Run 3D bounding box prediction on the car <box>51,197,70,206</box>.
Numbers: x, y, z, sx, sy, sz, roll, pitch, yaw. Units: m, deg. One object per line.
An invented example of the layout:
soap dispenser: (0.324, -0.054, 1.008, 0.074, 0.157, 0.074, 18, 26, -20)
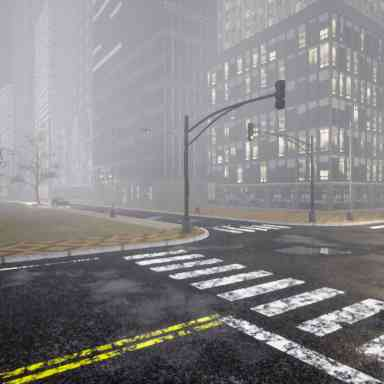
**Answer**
car: (-21.594, 1.553, 54.301, 2.033, 1.411, 5.357, 0, 0, -35)
